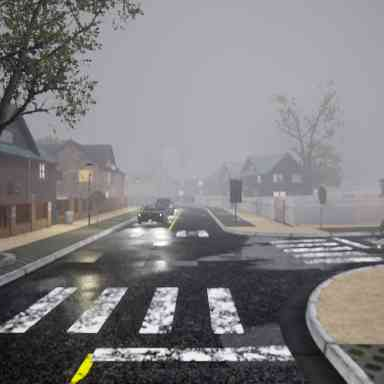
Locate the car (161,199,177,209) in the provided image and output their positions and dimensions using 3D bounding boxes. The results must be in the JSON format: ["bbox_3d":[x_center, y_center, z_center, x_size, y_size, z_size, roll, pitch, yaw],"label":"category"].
[{"bbox_3d":[-3.368,1.701,47.161,1.895,1.301,4.718,0,0,-9],"label":"car"}]

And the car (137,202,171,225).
[{"bbox_3d":[-2.843,1.639,24.752,1.895,1.301,4.718,0,0,0],"label":"car"}]

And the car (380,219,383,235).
[{"bbox_3d":[10.511,1.093,14.039,4.553,1.767,2.097,-1,0,0],"label":"car"}]

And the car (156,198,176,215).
[{"bbox_3d":[-2.908,1.405,34.604,2.097,1.767,4.553,0,0,-1],"label":"car"}]
